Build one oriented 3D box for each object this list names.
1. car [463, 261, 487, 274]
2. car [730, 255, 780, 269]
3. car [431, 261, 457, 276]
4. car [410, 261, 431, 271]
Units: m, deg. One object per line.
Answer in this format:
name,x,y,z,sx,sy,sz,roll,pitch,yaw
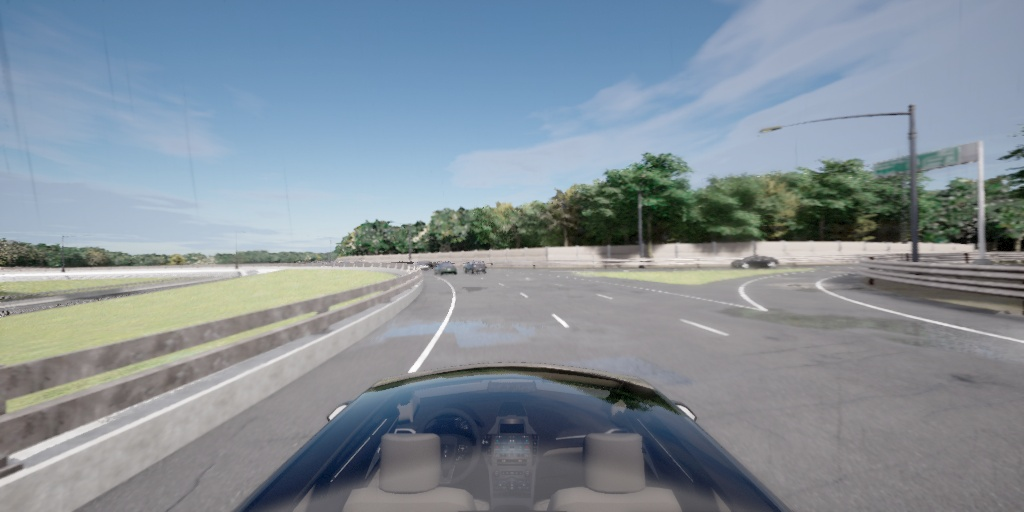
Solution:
car,-4.483,1.347,42.955,2.128,1.511,4.902,-1,0,-23
car,27.160,0.692,40.206,4.892,1.490,1.837,-1,0,4
car,-7.740,1.488,41.686,1.994,1.385,4.181,-1,0,-22
car,-14.228,1.665,54.652,1.895,1.301,4.718,-1,0,-30
